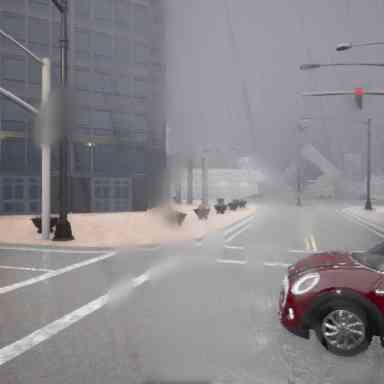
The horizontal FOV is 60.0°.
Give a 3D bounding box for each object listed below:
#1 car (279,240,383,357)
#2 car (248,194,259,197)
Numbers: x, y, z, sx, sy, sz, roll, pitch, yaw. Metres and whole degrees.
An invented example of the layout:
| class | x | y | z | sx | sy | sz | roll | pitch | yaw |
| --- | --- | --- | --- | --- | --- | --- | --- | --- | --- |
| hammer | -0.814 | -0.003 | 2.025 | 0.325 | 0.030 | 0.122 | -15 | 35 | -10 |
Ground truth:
| class | x | y | z | sx | sy | sz | roll | pitch | yaw |
| --- | --- | --- | --- | --- | --- | --- | --- | --- | --- |
| car | 3.683 | 1.343 | 5.038 | 4.553 | 1.767 | 2.097 | 0 | 0 | 17 |
| car | 17.835 | 1.213 | 93.301 | 4.892 | 1.490 | 1.837 | 0 | 0 | -27 |
